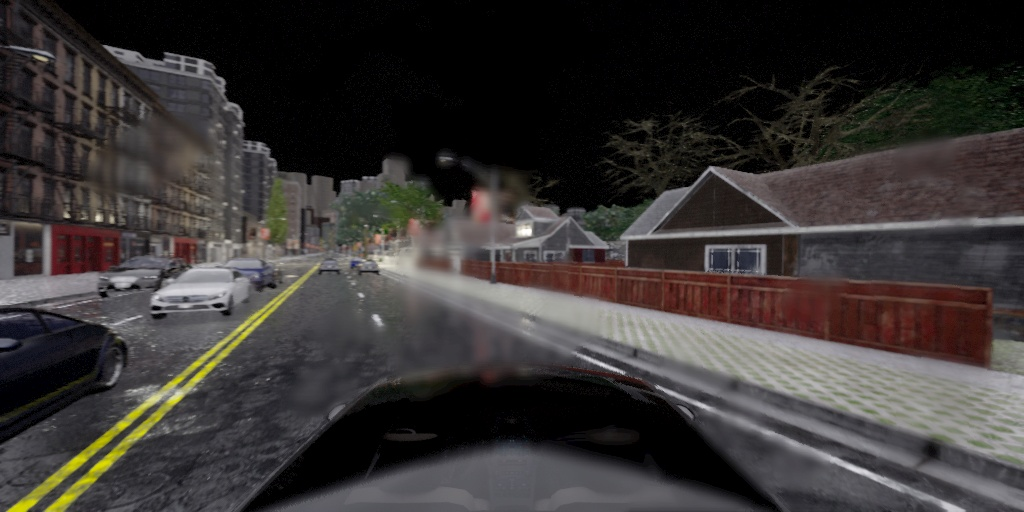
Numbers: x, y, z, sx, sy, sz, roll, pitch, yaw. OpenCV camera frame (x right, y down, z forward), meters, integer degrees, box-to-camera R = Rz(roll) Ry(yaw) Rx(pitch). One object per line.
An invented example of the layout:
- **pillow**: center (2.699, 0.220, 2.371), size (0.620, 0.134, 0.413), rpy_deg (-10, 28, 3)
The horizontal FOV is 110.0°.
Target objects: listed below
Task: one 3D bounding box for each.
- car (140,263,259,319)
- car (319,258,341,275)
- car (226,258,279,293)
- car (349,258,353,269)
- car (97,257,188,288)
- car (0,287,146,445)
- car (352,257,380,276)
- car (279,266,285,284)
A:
- **car**: center (-10.314, 1.131, 12.281), size (1.812, 1.442, 4.674), rpy_deg (1, 0, -27)
- **car**: center (-17.710, 1.026, 34.862), size (2.033, 1.411, 5.357), rpy_deg (1, 0, -27)
- **car**: center (-12.439, 0.814, 16.779), size (1.812, 1.442, 4.674), rpy_deg (1, 0, -27)
- **car**: center (-20.310, 0.900, 47.355), size (1.882, 1.535, 5.008), rpy_deg (1, 0, -26)
- **car**: center (-15.347, 0.779, 15.329), size (2.128, 1.511, 4.902), rpy_deg (1, 0, -27)
- **car**: center (-5.911, 1.236, 3.458), size (1.994, 1.385, 4.181), rpy_deg (1, 0, -26)
- **car**: center (-13.673, 1.080, 34.047), size (2.033, 1.411, 5.357), rpy_deg (1, 0, -26)
- **car**: center (-14.906, 1.082, 21.523), size (2.033, 1.411, 5.357), rpy_deg (1, 0, -27)
